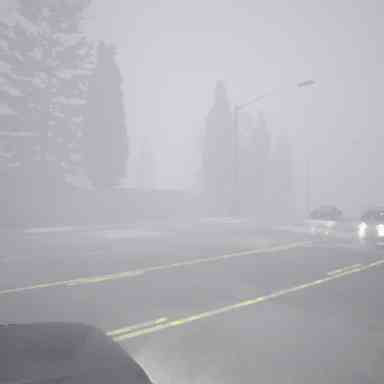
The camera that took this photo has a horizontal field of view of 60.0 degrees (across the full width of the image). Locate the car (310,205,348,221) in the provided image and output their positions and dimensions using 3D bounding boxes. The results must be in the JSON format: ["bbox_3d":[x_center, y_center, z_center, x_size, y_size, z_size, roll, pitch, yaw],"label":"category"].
[{"bbox_3d":[12.122,1.837,29.847,1.994,1.385,4.181,0,-1,39],"label":"car"}]

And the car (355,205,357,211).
[{"bbox_3d":[33.657,3.306,66.195,1.882,1.535,5.008,1,-2,8],"label":"car"}]

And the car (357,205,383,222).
[{"bbox_3d":[16.442,1.978,29.610,1.895,1.301,4.718,0,-2,38],"label":"car"}]

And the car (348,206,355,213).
[{"bbox_3d":[30.120,3.378,66.132,1.812,1.442,4.674,1,-2,8],"label":"car"}]

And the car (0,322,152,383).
[{"bbox_3d":[-2.799,1.547,1.760,5.357,1.411,2.033,0,0,-36],"label":"car"}]
